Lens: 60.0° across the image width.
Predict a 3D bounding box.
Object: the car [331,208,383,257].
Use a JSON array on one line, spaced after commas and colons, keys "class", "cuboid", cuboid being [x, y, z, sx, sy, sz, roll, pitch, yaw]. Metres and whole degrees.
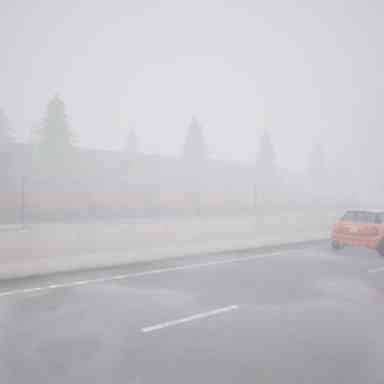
[{"class": "car", "cuboid": [7.803, 1.482, 13.736, 4.553, 1.767, 2.097, 1, -1, -35]}]
